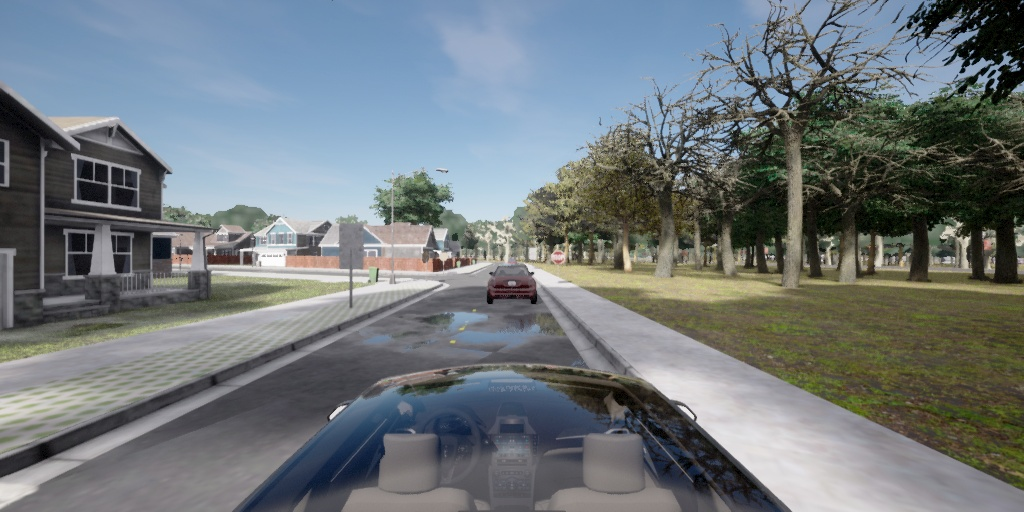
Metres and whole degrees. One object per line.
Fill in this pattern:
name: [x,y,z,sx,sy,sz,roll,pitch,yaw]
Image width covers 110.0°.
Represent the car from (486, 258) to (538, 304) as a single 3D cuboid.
car: [0.000,1.116,16.470,2.097,1.767,4.553,0,0,0]
